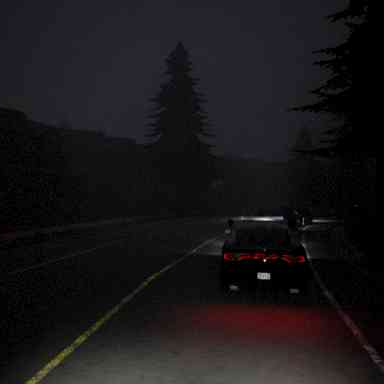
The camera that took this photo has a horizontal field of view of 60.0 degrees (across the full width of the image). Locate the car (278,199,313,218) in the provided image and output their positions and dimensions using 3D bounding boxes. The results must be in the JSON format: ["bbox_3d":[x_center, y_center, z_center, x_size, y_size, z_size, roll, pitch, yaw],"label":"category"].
[{"bbox_3d":[7.053,1.506,22.973,1.837,1.490,4.892,0,0,30],"label":"car"}]

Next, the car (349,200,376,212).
[{"bbox_3d":[20.222,1.564,38.705,4.181,1.385,1.994,0,0,-34],"label":"car"}]

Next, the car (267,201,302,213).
[{"bbox_3d":[4.568,1.478,17.895,1.882,1.535,5.008,0,0,23],"label":"car"}]

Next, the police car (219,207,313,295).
[{"bbox_3d":[1.881,1.425,8.988,1.930,1.638,5.238,0,0,11],"label":"police car"}]
